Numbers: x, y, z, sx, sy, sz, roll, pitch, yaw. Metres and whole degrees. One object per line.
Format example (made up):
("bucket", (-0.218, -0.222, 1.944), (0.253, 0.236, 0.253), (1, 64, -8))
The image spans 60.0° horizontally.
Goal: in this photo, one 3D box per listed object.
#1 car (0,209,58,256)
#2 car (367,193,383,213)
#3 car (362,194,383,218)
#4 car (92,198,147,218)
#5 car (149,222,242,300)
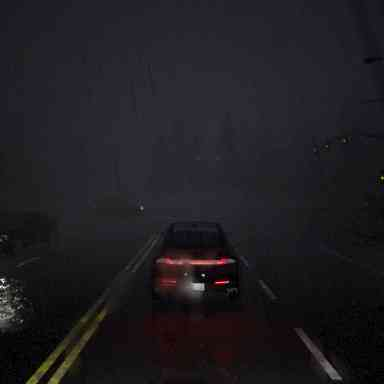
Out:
("car", (-7.045, 1.477, 13.225), (1.882, 1.535, 5.008), (0, 0, -1))
("car", (22.331, 1.166, 35.993), (5.566, 2.045, 2.150), (0, 0, 0))
("car", (17.780, 1.166, 28.798), (5.566, 2.045, 2.150), (0, 0, 0))
("car", (-6.154, 1.323, 28.720), (4.553, 1.767, 2.097), (0, 0, 0))
("car", (0.071, 1.491, 8.393), (2.128, 1.511, 4.902), (0, 0, 0))
